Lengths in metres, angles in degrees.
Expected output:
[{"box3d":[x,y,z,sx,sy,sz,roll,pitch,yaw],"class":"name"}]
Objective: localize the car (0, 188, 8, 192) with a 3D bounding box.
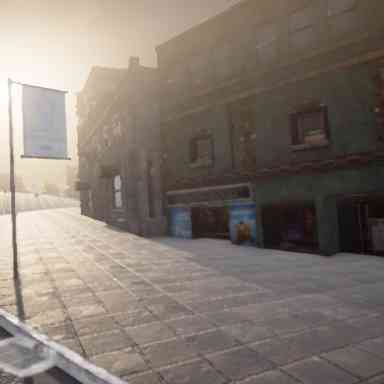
[{"box3d":[-47.271,-0.254,79.764,2.231,1.521,4.892,-4,-3,5],"class":"car"}]
